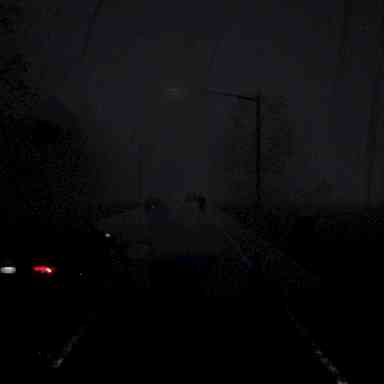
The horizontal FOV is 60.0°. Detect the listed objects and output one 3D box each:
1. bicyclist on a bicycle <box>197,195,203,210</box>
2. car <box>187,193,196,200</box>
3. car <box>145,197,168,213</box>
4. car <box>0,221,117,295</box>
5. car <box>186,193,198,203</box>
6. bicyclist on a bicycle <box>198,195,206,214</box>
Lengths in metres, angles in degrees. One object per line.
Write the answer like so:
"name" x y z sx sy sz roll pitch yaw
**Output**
"bicyclist on a bicycle" 0.930 1.176 38.313 0.582 1.620 1.656 0 0 0
"car" -0.069 0.968 74.136 1.837 1.490 4.892 0 0 0
"car" -3.432 1.255 32.736 2.128 1.511 4.902 0 0 0
"car" -3.408 1.484 8.701 2.033 1.411 5.357 0 0 0
"car" 0.035 0.937 57.701 2.097 1.767 4.553 0 0 0
"bicyclist on a bicycle" 0.940 1.157 29.517 0.659 1.776 1.843 0 1 0
